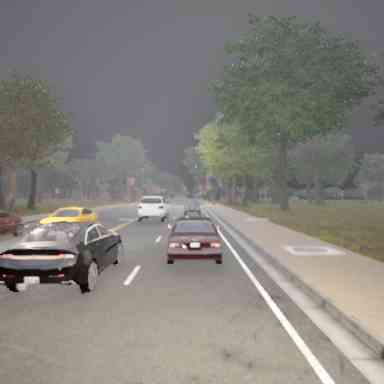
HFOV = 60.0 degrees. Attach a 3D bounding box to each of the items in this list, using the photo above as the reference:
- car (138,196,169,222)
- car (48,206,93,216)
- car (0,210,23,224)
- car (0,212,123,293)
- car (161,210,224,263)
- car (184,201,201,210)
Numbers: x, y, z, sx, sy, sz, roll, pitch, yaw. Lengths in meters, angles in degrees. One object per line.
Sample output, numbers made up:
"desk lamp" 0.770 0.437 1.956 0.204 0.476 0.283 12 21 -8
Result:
"car" -3.190 1.371 28.337 2.150 2.045 5.566 0 0 0
"car" -6.624 1.568 18.315 1.882 1.535 5.008 0 0 0
"car" -9.871 1.605 16.028 1.812 1.442 4.674 0 0 0
"car" -3.160 1.532 8.977 2.128 1.511 4.902 0 0 0
"car" 0.082 1.601 12.176 2.033 1.411 5.357 0 0 0
"car" 0.048 1.751 36.976 2.033 1.411 5.357 0 0 0
